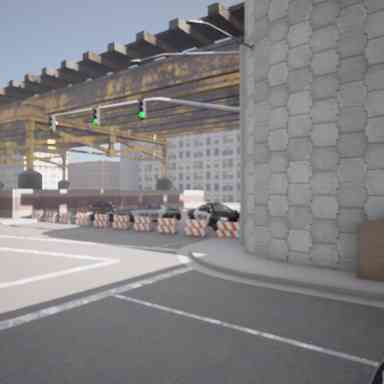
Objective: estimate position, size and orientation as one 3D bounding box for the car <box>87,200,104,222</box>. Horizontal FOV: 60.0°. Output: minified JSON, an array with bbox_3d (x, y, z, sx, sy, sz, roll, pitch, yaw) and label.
[{"bbox_3d":[-6.922,1.444,25.980,2.038,1.542,4.974,0,0,-10],"label":"car"}]

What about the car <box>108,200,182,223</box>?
[{"bbox_3d":[-3.172,1.289,23.230,4.536,1.218,1.853,0,0,0],"label":"car"}]

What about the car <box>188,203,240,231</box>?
[{"bbox_3d":[1.547,1.448,20.650,2.038,1.542,4.974,0,0,-25],"label":"car"}]

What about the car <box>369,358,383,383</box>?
[{"bbox_3d":[3.444,1.602,1.515,4.718,1.301,1.895,0,0,36],"label":"car"}]

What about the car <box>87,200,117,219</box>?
[{"bbox_3d":[-6.931,1.287,26.031,1.853,1.218,4.536,0,0,-10],"label":"car"}]

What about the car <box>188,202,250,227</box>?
[{"bbox_3d":[1.526,1.291,20.697,1.853,1.218,4.536,0,0,-25],"label":"car"}]

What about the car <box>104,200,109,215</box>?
[{"bbox_3d":[-3.224,1.446,23.230,4.974,1.542,2.038,0,0,0],"label":"car"}]
